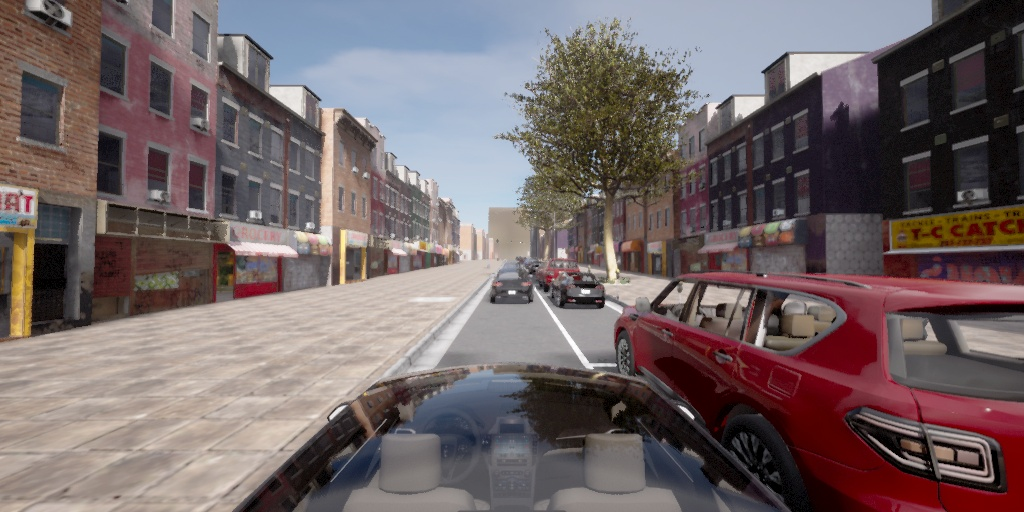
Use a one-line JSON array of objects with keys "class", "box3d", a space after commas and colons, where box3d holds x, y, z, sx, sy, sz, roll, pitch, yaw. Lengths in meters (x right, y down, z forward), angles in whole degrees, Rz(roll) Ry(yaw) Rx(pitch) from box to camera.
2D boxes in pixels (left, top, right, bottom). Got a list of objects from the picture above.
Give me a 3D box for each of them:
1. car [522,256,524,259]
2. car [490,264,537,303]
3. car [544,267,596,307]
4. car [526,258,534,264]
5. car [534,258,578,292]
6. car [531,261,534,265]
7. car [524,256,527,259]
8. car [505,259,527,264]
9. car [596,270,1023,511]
[{"class": "car", "box3d": [3.015, 0.984, 57.434, 1.882, 1.535, 5.008, 0, 0, 0]}, {"class": "car", "box3d": [0.000, 1.269, 16.504, 1.812, 1.442, 4.674, 0, 0, 0]}, {"class": "car", "box3d": [2.640, 1.304, 14.998, 1.948, 1.339, 4.313, 0, 0, 0]}, {"class": "car", "box3d": [2.641, 1.210, 37.230, 1.948, 1.339, 4.313, 0, 0, 0]}, {"class": "car", "box3d": [2.640, 1.038, 20.558, 2.192, 1.841, 5.009, 0, 0, 0]}, {"class": "car", "box3d": [2.641, 1.249, 26.116, 1.888, 1.381, 4.507, 0, 0, 0]}, {"class": "car", "box3d": [3.024, 1.079, 50.430, 1.812, 1.442, 4.674, 0, 0, 0]}, {"class": "car", "box3d": [0.000, 1.242, 31.509, 2.033, 1.411, 5.357, 0, 0, 0]}, {"class": "car", "box3d": [2.640, 1.064, 3.882, 2.192, 1.841, 5.009, 0, 0, 0]}]
